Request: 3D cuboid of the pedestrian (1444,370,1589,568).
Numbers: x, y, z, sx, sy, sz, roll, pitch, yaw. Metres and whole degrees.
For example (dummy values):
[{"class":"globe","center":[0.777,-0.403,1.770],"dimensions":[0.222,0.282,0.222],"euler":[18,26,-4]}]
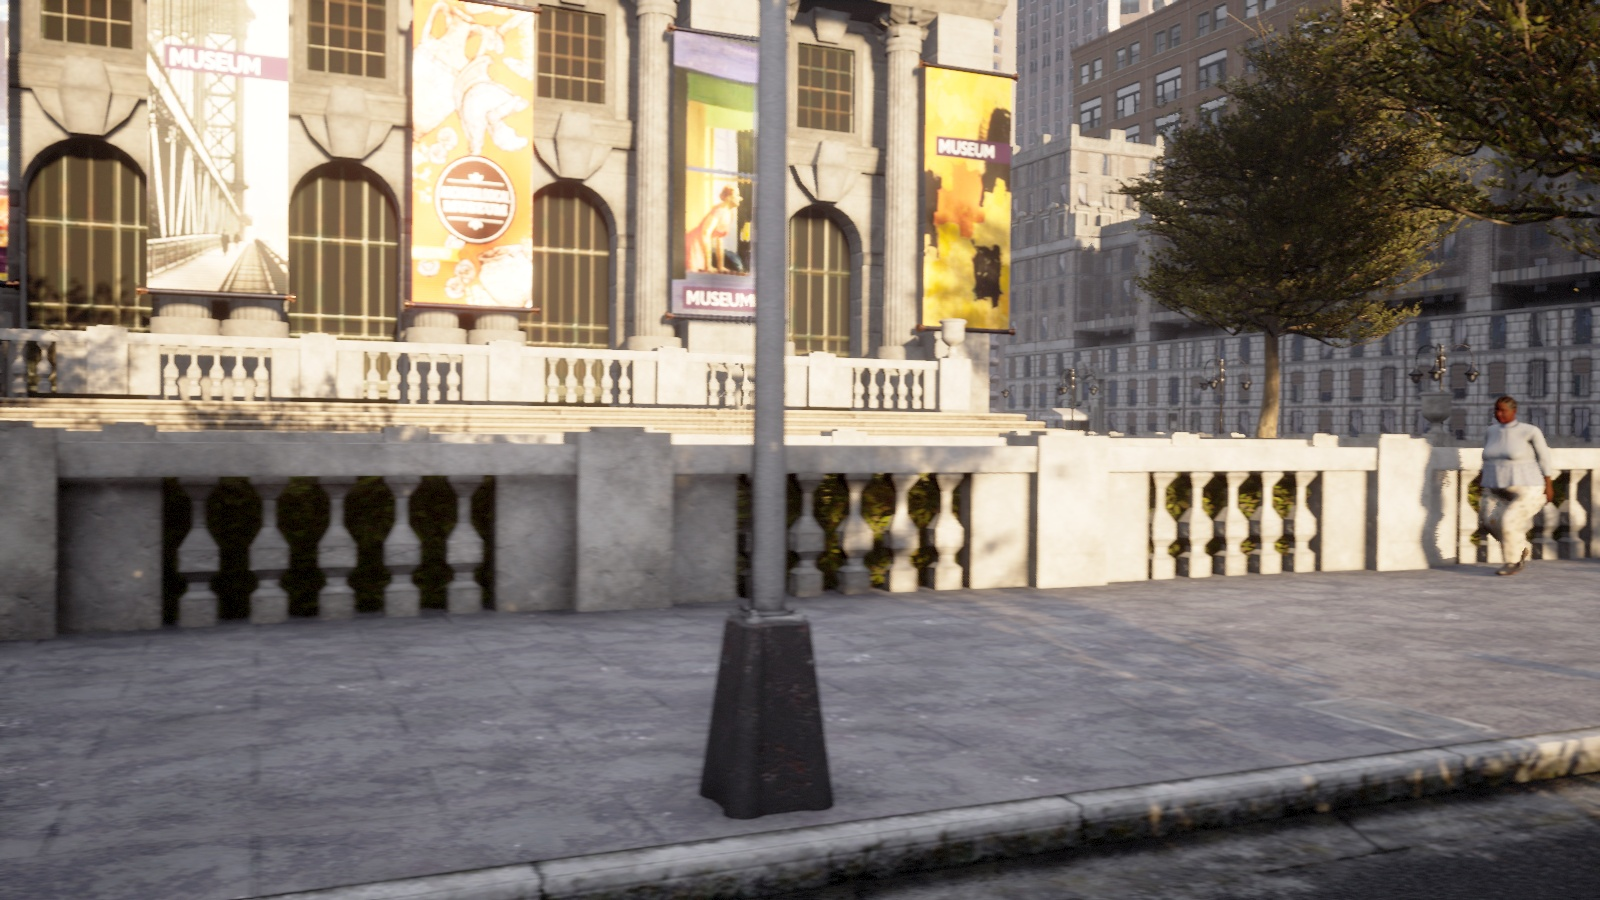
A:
[{"class":"pedestrian","center":[7.027,0.168,12.338],"dimensions":[0.900,1.855,0.874],"euler":[-1,1,-24]}]
